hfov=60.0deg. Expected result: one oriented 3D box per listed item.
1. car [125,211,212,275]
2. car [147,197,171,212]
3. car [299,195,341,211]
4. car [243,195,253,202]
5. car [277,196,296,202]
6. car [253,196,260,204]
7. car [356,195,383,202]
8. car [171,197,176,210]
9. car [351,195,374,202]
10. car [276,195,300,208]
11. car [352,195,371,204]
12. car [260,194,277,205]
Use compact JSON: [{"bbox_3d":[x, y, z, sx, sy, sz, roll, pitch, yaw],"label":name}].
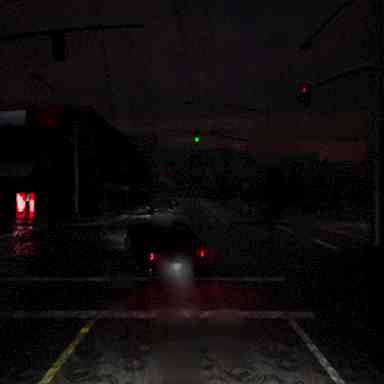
[{"bbox_3d":[-1.003,1.572,10.602,1.895,1.301,4.718,-1,2,-16],"label":"car"},{"bbox_3d":[-3.596,1.581,35.506,1.837,1.490,4.892,0,0,0],"label":"car"},{"bbox_3d":[14.486,1.329,37.202,3.806,1.475,1.970,0,0,0],"label":"car"},{"bbox_3d":[13.880,1.557,77.902,3.633,1.501,1.845,0,0,0],"label":"car"},{"bbox_3d":[21.301,1.561,74.923,3.806,1.475,1.970,0,0,0],"label":"car"},{"bbox_3d":[13.746,1.241,59.319,4.605,1.855,1.932,0,0,0],"label":"car"},{"bbox_3d":[39.967,1.509,74.780,5.027,1.636,2.152,0,0,0],"label":"car"},{"bbox_3d":[-3.588,1.601,45.123,1.837,1.490,4.892,0,0,0],"label":"car"},{"bbox_3d":[39.914,1.524,77.917,4.514,1.523,2.007,0,0,0],"label":"car"},{"bbox_3d":[14.162,1.263,43.619,5.027,1.636,2.152,0,0,0],"label":"car"},{"bbox_3d":[32.295,1.472,62.933,3.633,1.501,1.845,0,0,0],"label":"car"},{"bbox_3d":[14.159,1.214,56.414,3.866,1.878,1.905,0,0,0],"label":"car"}]
